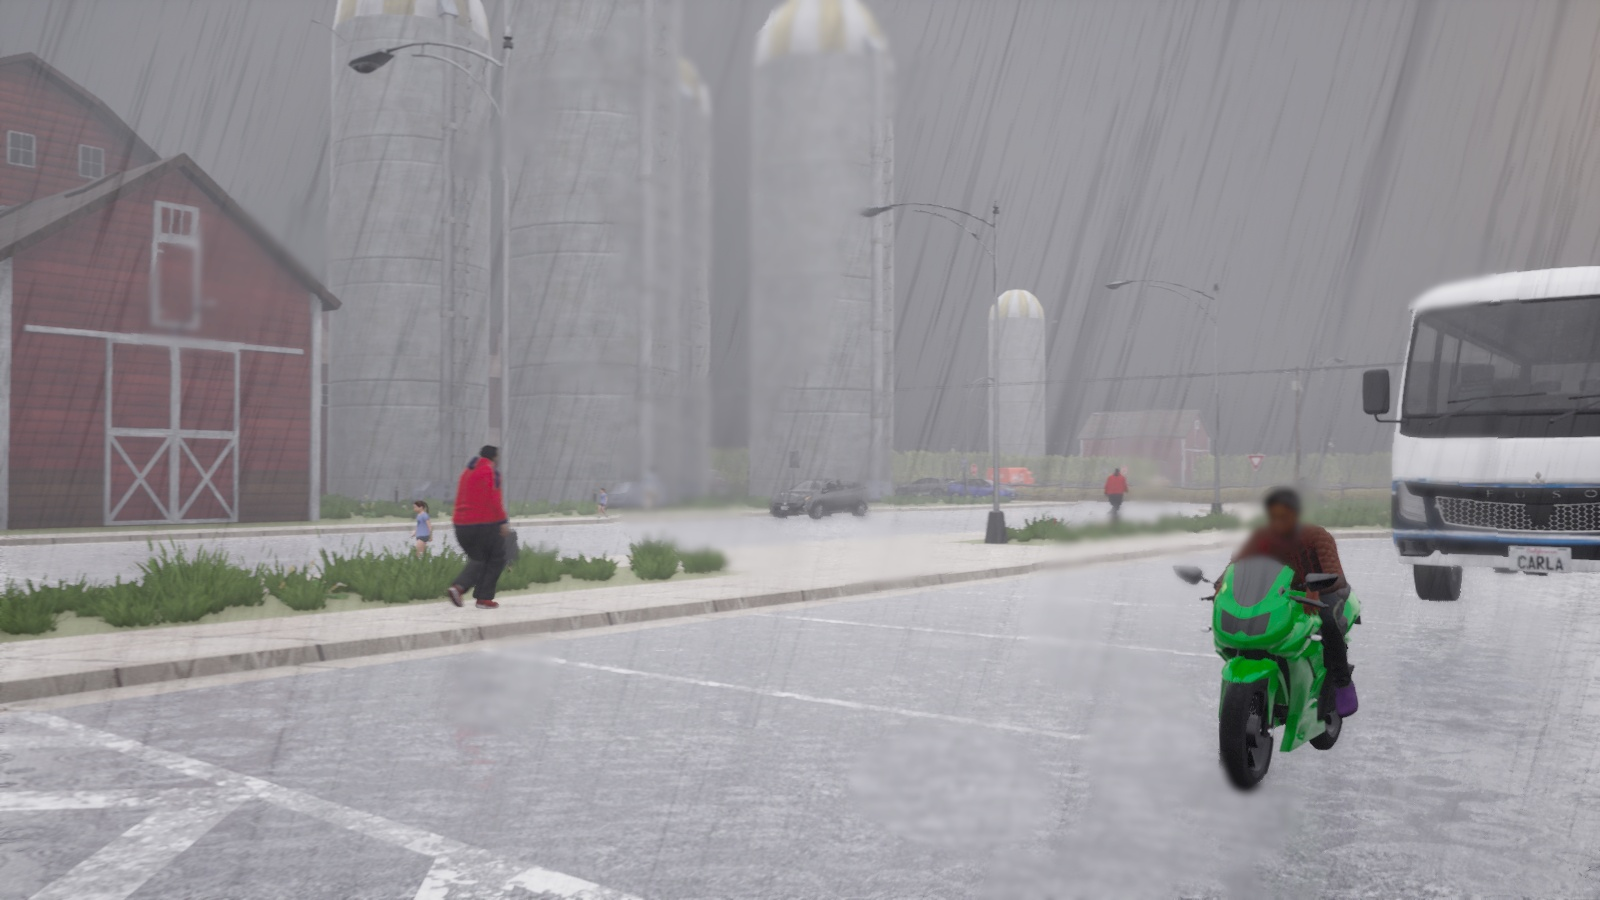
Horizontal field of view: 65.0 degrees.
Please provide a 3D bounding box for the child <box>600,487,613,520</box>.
[{"bbox_3d":[-6.605,1.819,42.872,0.255,1.110,0.394,-1,-2,38],"label":"child"}]

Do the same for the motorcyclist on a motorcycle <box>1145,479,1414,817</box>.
[{"bbox_3d":[2.636,0.940,6.751,0.797,1.523,2.044,-1,-3,37],"label":"motorcyclist on a motorcycle"}]

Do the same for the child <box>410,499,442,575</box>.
[{"bbox_3d":[-5.594,1.293,18.769,0.394,1.110,0.255,1,-1,-34],"label":"child"}]

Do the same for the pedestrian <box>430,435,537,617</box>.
[{"bbox_3d":[-3.343,0.782,13.290,0.634,1.844,0.899,-1,-2,38],"label":"pedestrian"}]

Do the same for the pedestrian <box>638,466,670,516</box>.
[{"bbox_3d":[-5.477,1.524,47.197,0.874,1.855,0.900,-1,-1,22],"label":"pedestrian"}]

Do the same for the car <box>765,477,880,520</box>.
[{"bbox_3d":[0.885,1.778,46.862,2.007,1.525,4.514,-1,-2,38],"label":"car"}]

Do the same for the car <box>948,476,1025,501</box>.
[{"bbox_3d":[11.967,2.457,80.851,4.514,1.525,2.007,-1,-2,39],"label":"car"}]

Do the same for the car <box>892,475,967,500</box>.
[{"bbox_3d":[9.039,2.603,87.636,4.856,1.649,2.033,-1,-1,38],"label":"car"}]

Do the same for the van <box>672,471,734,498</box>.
[{"bbox_3d":[-7.440,2.665,96.247,4.480,2.038,2.069,-1,-2,38],"label":"van"}]

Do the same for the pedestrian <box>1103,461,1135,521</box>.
[{"bbox_3d":[9.942,1.273,39.110,0.634,1.844,0.899,-1,-2,37],"label":"pedestrian"}]

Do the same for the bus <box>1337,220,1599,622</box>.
[{"bbox_3d":[11.091,-0.227,17.748,3.944,4.253,10.273,-1,-2,38],"label":"bus"}]
